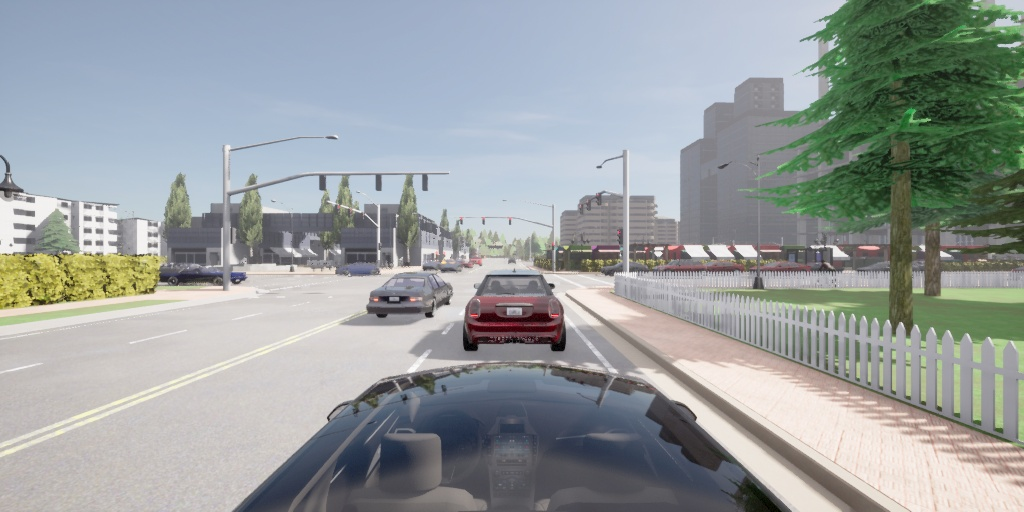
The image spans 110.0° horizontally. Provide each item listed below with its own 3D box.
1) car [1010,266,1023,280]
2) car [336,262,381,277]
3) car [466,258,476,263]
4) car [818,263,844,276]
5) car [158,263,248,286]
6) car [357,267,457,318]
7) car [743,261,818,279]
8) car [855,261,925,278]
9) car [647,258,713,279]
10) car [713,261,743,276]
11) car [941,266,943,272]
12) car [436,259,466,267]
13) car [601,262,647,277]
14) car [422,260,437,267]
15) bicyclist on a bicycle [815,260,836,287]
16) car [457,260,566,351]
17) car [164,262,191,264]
[{"bbox_3d":[43.879,1.314,29.433,4.181,1.385,1.994,0,0,-3],"label":"car"},{"bbox_3d":[-15.299,1.314,35.744,4.181,1.385,1.994,0,0,-26],"label":"car"},{"bbox_3d":[-7.095,1.351,54.277,1.895,1.301,4.718,0,0,0],"label":"car"},{"bbox_3d":[30.454,1.351,36.261,4.718,1.301,1.895,0,0,-1],"label":"car"},{"bbox_3d":[-20.881,1.351,24.378,4.718,1.301,1.895,0,0,-1],"label":"car"},{"bbox_3d":[-3.418,1.297,12.963,2.033,1.411,5.357,0,0,0],"label":"car"},{"bbox_3d":[24.292,1.228,32.606,5.008,1.535,1.882,0,0,-1],"label":"car"},{"bbox_3d":[34.354,1.255,32.849,4.892,1.490,1.837,0,0,-1],"label":"car"},{"bbox_3d":[15.079,1.102,32.376,4.553,1.767,2.097,0,0,-1],"label":"car"},{"bbox_3d":[20.555,1.228,36.017,5.008,1.535,1.882,0,0,-1],"label":"car"},{"bbox_3d":[40.678,1.240,36.486,4.902,1.511,2.128,0,0,-1],"label":"car"},{"bbox_3d":[-7.102,1.297,42.534,2.033,1.411,5.357,0,0,0],"label":"car"},{"bbox_3d":[11.231,1.276,35.763,4.674,1.442,1.812,0,0,-1],"label":"car"},{"bbox_3d":[-10.599,1.297,48.102,2.033,1.411,5.357,0,0,0],"label":"car"},{"bbox_3d":[18.791,1.052,21.483,0.582,1.620,1.656,0,0,-1],"label":"bicyclist on a bicycle"},{"bbox_3d":[0.064,1.102,9.128,2.097,1.767,4.553,0,0,0],"label":"car"},{"bbox_3d":[-25.390,1.242,27.774,4.902,1.511,2.128,0,0,-2],"label":"car"}]
